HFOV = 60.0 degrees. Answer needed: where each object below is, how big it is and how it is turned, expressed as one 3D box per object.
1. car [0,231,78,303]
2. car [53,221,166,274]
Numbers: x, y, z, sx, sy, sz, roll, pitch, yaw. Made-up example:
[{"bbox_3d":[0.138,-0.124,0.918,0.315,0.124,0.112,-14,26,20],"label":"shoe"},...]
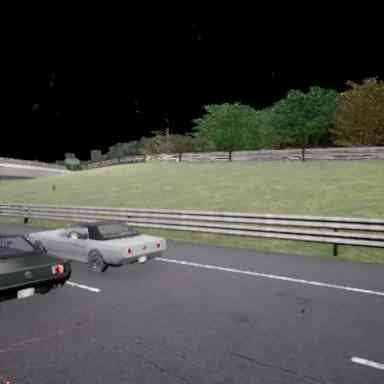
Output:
[{"bbox_3d":[-4.881,1.583,7.459,4.718,1.301,1.895,0,0,35],"label":"car"},{"bbox_3d":[-3.186,1.583,10.548,4.718,1.301,1.895,0,0,35],"label":"car"}]
